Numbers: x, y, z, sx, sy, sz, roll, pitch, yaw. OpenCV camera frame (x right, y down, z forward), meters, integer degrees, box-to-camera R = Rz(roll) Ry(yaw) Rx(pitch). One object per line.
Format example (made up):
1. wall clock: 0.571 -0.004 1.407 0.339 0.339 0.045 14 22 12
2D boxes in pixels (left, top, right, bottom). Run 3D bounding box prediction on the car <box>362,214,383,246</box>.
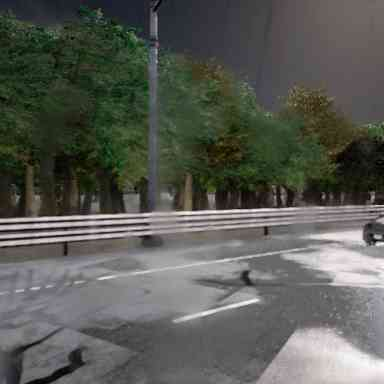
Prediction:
1. car: 9.085 1.567 14.077 4.674 1.442 1.812 0 0 -33
